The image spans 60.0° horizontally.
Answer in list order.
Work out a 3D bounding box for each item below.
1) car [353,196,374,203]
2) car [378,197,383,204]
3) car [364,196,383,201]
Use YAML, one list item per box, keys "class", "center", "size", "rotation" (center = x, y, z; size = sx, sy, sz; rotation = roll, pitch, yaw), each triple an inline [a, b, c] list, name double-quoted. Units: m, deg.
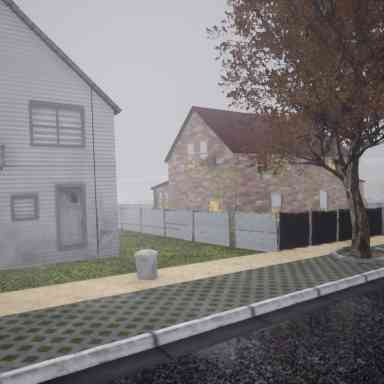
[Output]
- class: "car"
  center: [38.577, 1.611, 74.943]
  size: [2.128, 1.511, 4.902]
  rotation: [-2, 0, 0]
- class: "car"
  center: [38.493, 1.659, 64.929]
  size: [1.994, 1.385, 4.181]
  rotation: [-2, 0, 0]
- class: "car"
  center: [31.911, 1.883, 58.259]
  size: [1.895, 1.301, 4.718]
  rotation: [-2, 0, 1]
